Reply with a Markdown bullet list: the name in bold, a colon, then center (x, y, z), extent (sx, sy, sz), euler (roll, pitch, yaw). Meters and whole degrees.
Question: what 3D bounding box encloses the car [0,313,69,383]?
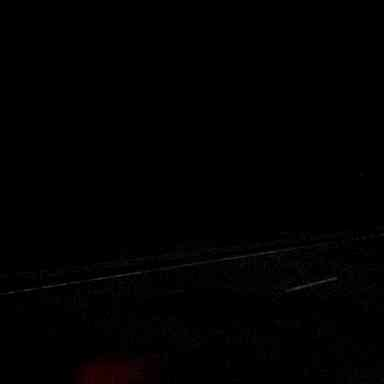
- **car**: center (-3.386, 1.547, 1.578), extent (5.357, 1.411, 2.033), euler (0, 0, -35)
